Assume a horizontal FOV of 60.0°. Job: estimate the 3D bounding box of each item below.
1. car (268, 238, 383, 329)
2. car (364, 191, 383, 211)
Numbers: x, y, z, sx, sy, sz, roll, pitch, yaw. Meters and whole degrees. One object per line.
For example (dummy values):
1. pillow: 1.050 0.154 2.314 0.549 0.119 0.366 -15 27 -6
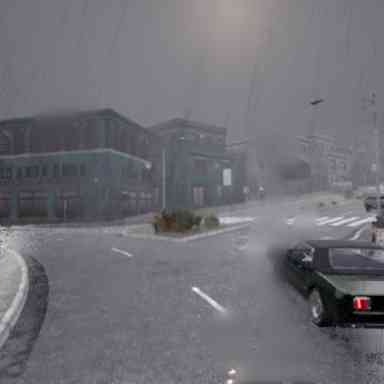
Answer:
1. car: 2.994 1.636 7.011 1.895 1.301 4.718 1 0 -1
2. car: 15.627 0.666 26.980 4.902 1.511 2.128 -6 1 -43
